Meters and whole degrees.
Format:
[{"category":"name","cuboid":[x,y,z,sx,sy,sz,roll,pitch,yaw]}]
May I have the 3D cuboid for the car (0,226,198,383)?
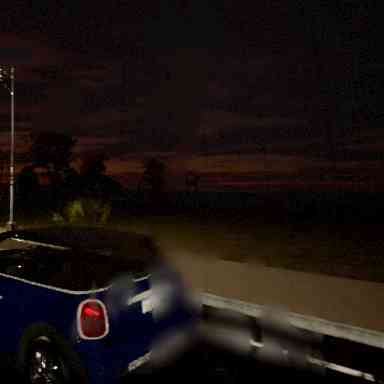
[{"category":"car","cuboid":[-2.204,1.309,5.136,4.553,1.767,2.097,1,0,36]}]
